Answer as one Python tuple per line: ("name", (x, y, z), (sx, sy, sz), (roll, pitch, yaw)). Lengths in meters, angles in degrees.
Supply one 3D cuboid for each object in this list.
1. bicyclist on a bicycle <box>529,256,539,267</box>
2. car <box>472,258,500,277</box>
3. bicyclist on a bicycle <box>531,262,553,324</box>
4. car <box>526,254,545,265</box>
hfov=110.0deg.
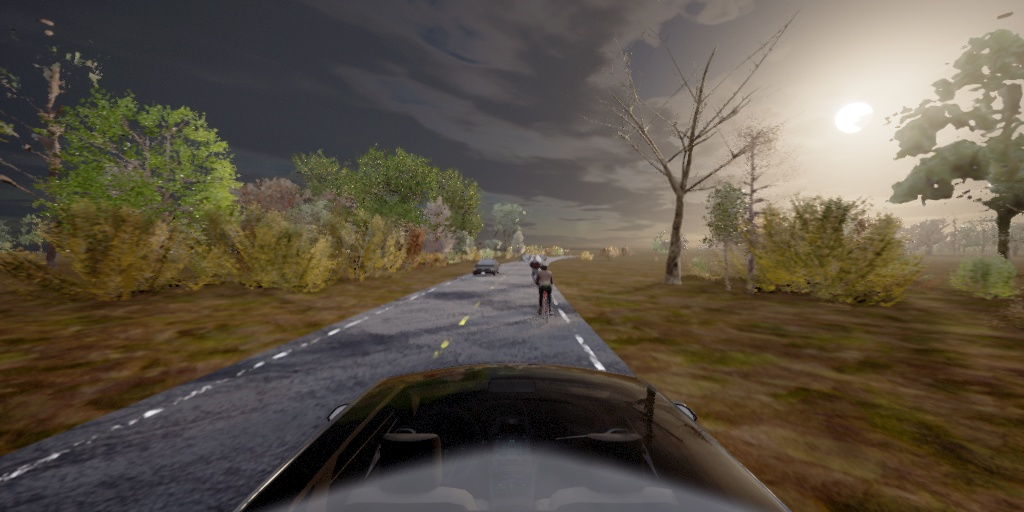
("bicyclist on a bicycle", (1.317, 0.868, 20.615), (0.659, 1.776, 1.843), (0, 1, 3))
("car", (-2.053, 0.913, 30.236), (2.033, 1.411, 5.357), (0, 1, 4))
("bicyclist on a bicycle", (0.957, 1.086, 10.486), (0.582, 1.620, 1.656), (0, 0, 1))
("car", (3.666, 0.571, 55.432), (1.812, 1.442, 4.674), (0, 1, 7))
